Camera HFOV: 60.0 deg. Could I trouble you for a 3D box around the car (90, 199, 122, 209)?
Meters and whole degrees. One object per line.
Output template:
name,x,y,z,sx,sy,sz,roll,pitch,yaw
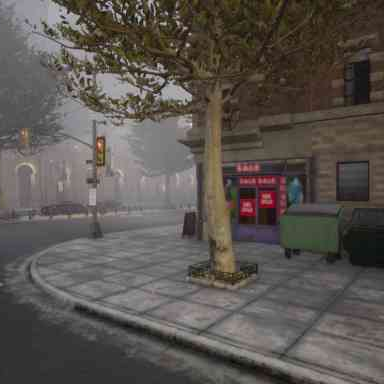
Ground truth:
car,-11.936,1.595,45.181,1.895,1.301,4.718,0,0,36

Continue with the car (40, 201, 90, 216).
car,-12.701,1.564,32.894,1.994,1.385,4.181,0,0,36
